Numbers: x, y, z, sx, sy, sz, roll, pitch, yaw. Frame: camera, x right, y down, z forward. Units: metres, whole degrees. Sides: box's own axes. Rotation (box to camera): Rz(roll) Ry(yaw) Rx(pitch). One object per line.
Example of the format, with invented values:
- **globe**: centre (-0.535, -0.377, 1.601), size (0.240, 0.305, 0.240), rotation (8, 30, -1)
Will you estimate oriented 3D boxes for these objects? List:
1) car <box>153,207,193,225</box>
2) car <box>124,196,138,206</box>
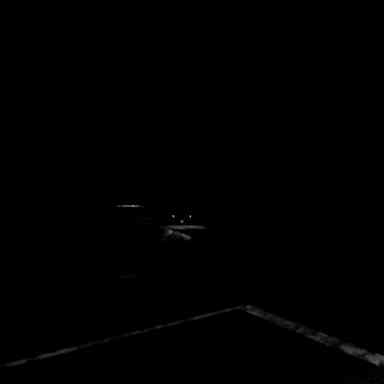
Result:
- **car**: centre (-1.659, 1.956, 27.738), size (1.895, 1.301, 4.718), rotation (2, -1, -24)
- **car**: centre (-9.500, 1.292, 51.714), size (1.994, 1.385, 4.181), rotation (2, 2, -13)
